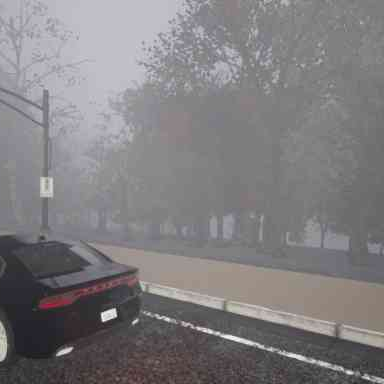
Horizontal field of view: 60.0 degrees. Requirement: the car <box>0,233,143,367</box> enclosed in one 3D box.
[{"bbox_3d":[-3.086,1.477,5.881,5.008,1.535,1.882,0,0,37],"label":"car"}]
